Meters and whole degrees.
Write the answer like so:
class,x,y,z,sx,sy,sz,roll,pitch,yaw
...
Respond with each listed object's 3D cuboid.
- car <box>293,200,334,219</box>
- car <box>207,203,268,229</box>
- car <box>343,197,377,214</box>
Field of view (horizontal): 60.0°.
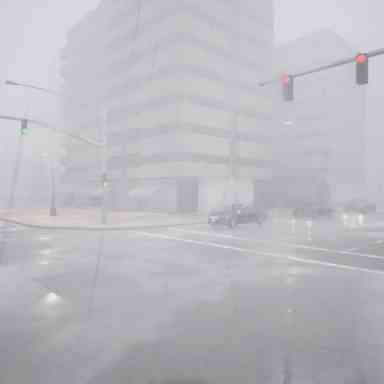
class,x,y,z,sx,sy,sz,roll,pitch,yaw
car,10.729,1.531,29.210,4.892,1.490,1.837,0,0,-43
car,3.131,1.521,22.266,4.902,1.511,2.128,0,0,-42
car,18.227,1.375,36.048,4.553,1.767,2.097,0,0,-42
